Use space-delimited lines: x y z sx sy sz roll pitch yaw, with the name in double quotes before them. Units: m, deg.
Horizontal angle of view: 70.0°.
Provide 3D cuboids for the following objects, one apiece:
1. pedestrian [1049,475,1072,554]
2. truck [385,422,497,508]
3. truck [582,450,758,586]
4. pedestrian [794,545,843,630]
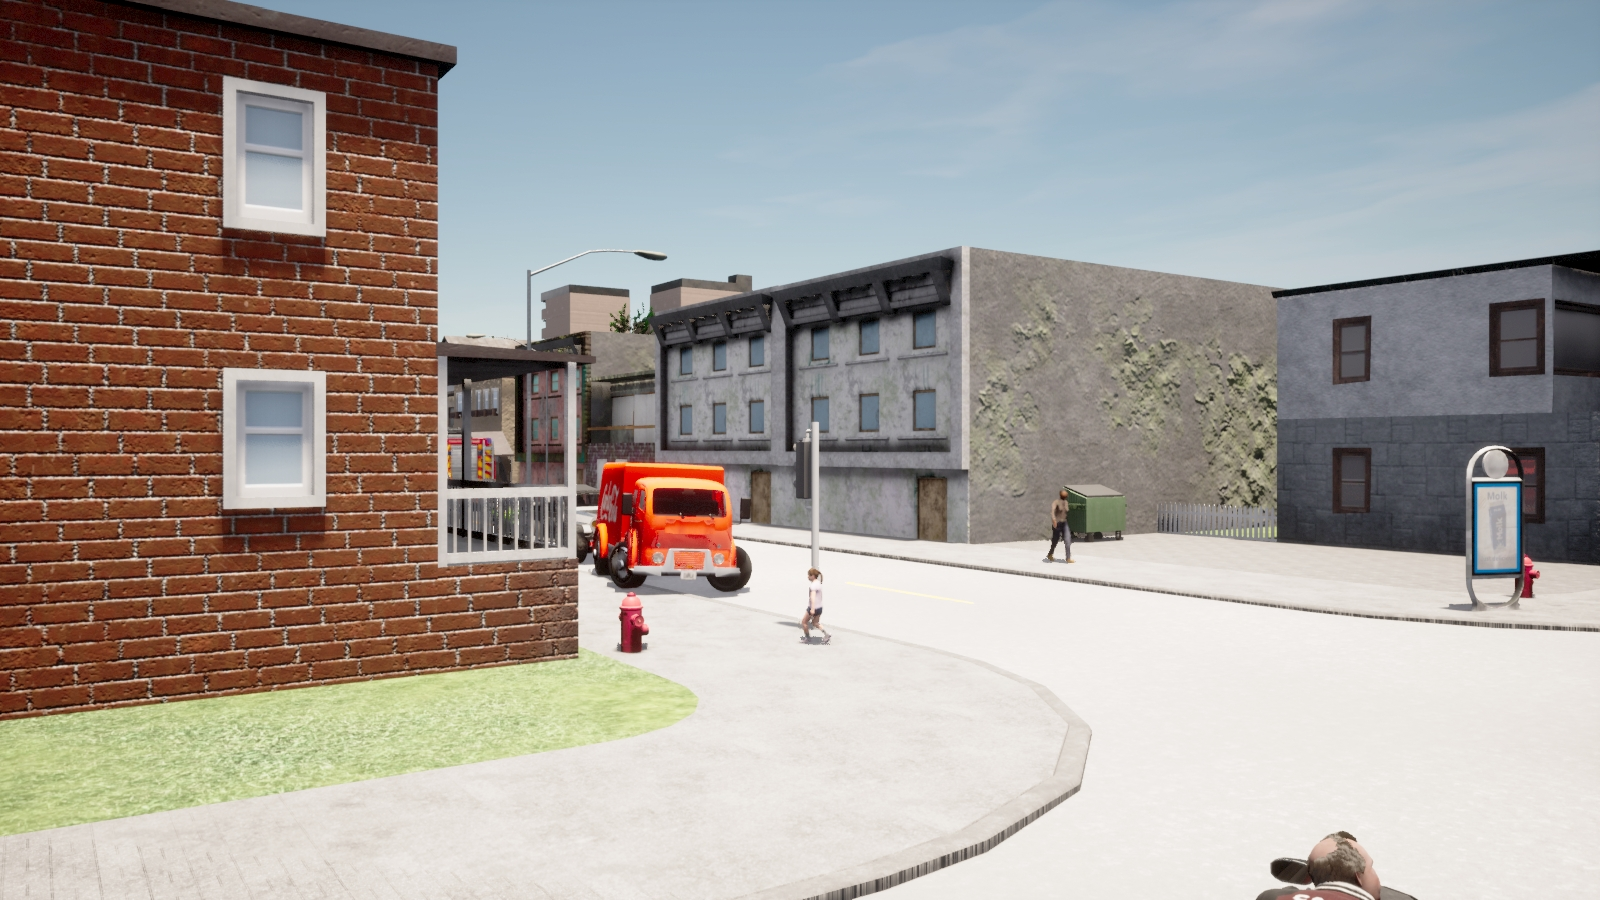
"pedestrian" 6.217 1.525 27.247 0.375 1.860 0.375 0 0 -24
"truck" -17.427 0.671 55.032 2.891 3.827 8.468 0 0 -34
"truck" -2.868 1.294 23.855 2.627 2.467 5.204 3 -1 -17
"pedestrian" 0.261 1.897 15.885 0.500 1.100 0.500 0 0 28
